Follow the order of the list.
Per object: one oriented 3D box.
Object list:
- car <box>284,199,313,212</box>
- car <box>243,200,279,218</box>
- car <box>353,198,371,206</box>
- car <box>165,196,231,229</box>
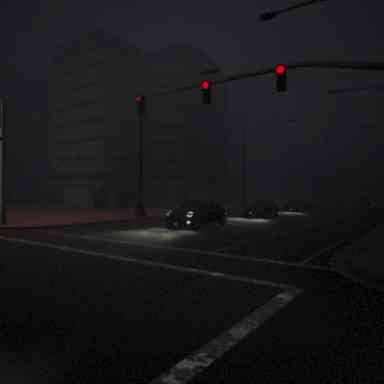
[{"bbox_3d":[12.302,1.499,38.246,2.033,1.411,5.357,0,0,36],"label":"car"},{"bbox_3d":[6.240,1.478,29.704,1.812,1.442,4.674,0,0,36],"label":"car"},{"bbox_3d":[26.850,1.566,52.401,1.895,1.301,4.718,0,0,35],"label":"car"},{"bbox_3d":[0.326,1.304,21.363,2.097,1.767,4.553,0,0,36],"label":"car"}]
